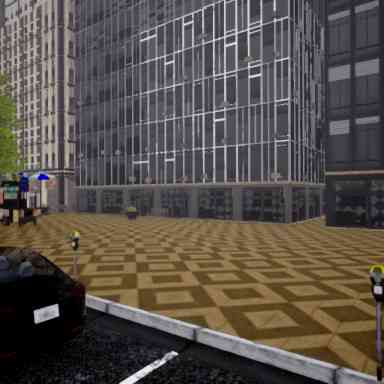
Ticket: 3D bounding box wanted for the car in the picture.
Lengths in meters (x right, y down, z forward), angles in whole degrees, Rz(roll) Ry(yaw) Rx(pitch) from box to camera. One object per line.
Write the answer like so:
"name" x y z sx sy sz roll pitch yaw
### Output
"car" -3.519 1.566 5.398 4.313 1.339 1.947 0 0 36
